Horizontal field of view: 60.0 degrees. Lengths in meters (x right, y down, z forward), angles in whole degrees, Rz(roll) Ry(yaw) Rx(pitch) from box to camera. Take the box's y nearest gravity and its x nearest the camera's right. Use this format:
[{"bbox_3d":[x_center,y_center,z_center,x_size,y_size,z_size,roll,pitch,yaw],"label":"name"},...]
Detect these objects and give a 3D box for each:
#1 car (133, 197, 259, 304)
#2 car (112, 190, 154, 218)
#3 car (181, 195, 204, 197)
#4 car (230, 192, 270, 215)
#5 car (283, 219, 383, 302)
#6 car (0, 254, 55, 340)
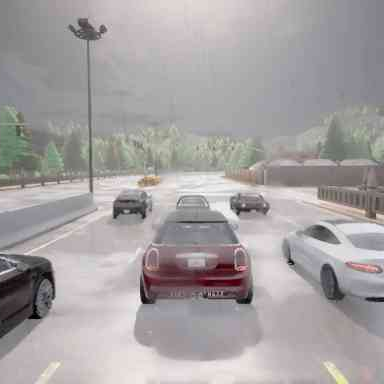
[{"bbox_3d":[0.078,1.191,7.984,2.097,1.767,4.553,0,2,0],"label":"car"},{"bbox_3d":[-3.479,0.627,20.046,1.837,1.490,4.892,0,3,0],"label":"car"},{"bbox_3d":[0.036,0.859,17.366,2.033,1.411,5.357,0,4,0],"label":"car"},{"bbox_3d":[3.516,0.647,21.231,1.895,1.301,4.718,0,4,0],"label":"car"},{"bbox_3d":[3.577,1.371,7.828,1.812,1.442,4.674,0,2,0],"label":"car"},{"bbox_3d":[-3.410,1.442,4.181,2.128,1.511,4.902,0,1,0],"label":"car"}]
